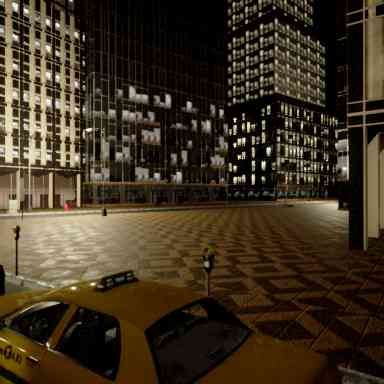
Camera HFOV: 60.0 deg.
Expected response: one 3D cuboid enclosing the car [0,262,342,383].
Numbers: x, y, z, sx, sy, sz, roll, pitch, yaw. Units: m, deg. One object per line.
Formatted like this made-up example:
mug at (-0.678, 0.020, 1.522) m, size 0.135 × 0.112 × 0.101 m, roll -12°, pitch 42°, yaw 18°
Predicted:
car at (-0.982, 1.525, 3.575) m, size 4.829 × 1.417 × 1.752 m, roll 0°, pitch 0°, yaw 35°
